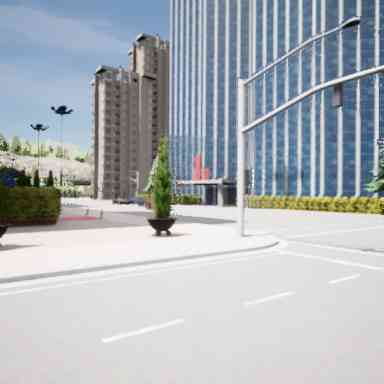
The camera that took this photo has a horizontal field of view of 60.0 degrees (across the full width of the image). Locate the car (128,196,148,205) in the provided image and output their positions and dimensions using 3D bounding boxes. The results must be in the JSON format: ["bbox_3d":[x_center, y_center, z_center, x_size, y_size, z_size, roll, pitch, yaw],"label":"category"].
[{"bbox_3d":[-10.874,1.669,66.261,2.097,1.767,4.553,1,0,-36],"label":"car"}]

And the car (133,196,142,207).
[{"bbox_3d":[-7.666,1.785,55.942,1.837,1.490,4.892,1,0,-35],"label":"car"}]

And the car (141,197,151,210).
[{"bbox_3d":[-4.565,1.719,45.435,1.882,1.535,5.008,1,0,-36],"label":"car"}]

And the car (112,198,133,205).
[{"bbox_3d":[-13.748,1.880,64.258,1.895,1.301,4.718,1,0,-36],"label":"car"}]
